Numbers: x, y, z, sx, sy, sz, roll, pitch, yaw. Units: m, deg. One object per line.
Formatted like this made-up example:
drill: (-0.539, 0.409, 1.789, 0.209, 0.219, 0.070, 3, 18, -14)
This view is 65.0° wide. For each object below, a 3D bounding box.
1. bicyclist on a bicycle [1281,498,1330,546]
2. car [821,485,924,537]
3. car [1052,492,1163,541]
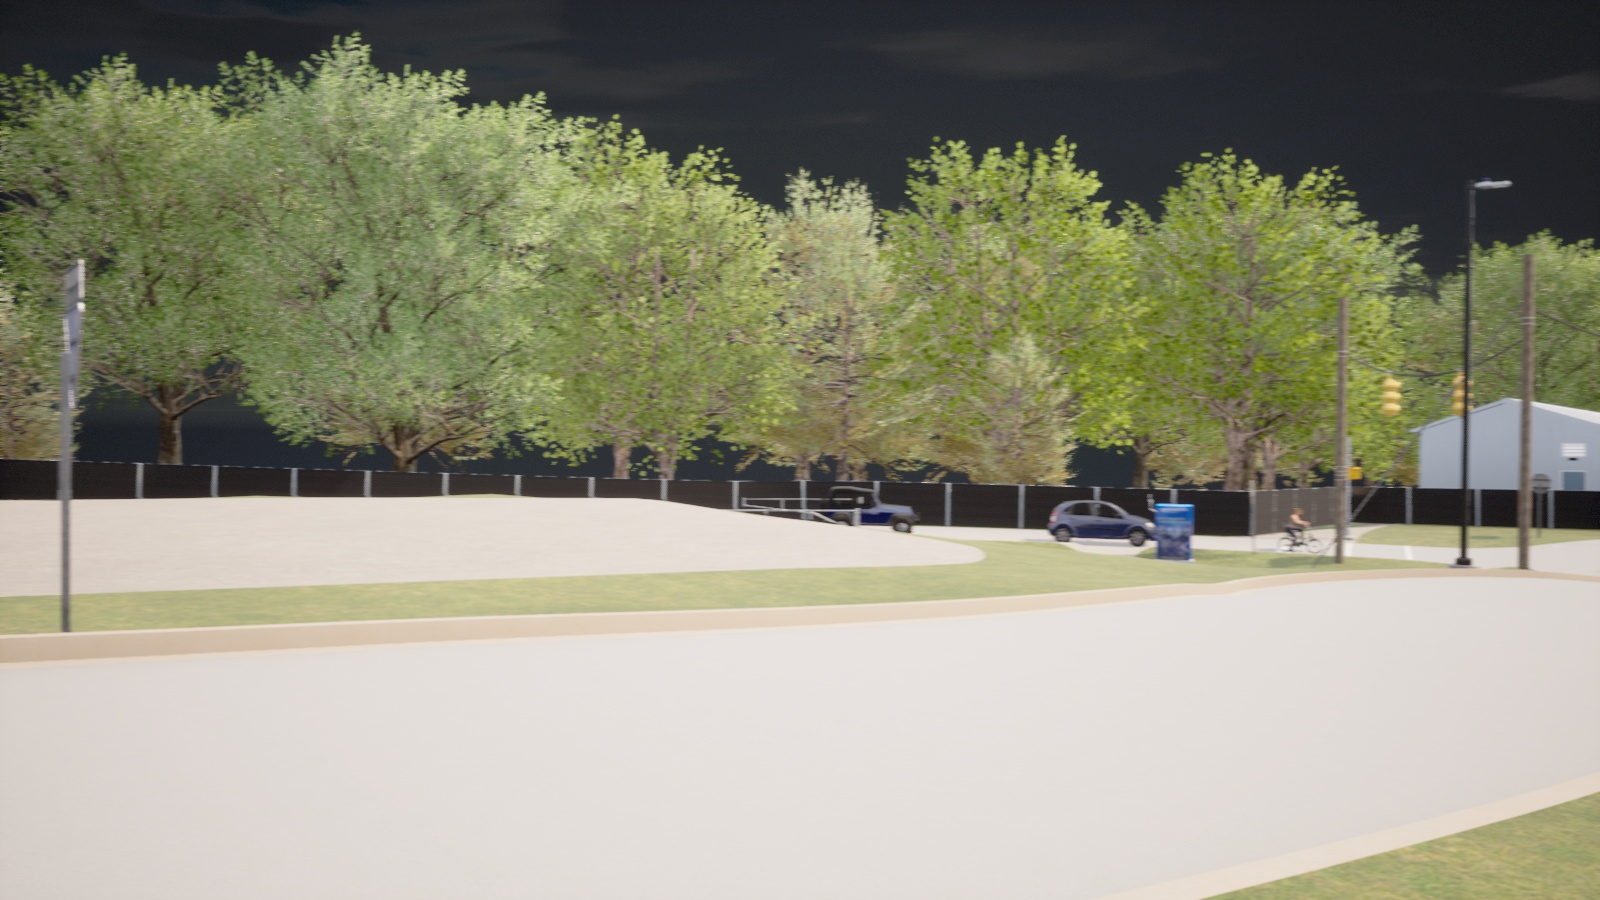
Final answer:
bicyclist on a bicycle: (18.034, 2.555, 44.810, 1.509, 1.612, 0.866, 1, 1, 27)
car: (2.815, 2.331, 48.591, 3.866, 1.878, 1.905, 0, 1, 4)
car: (11.501, 2.471, 47.110, 3.988, 1.617, 1.851, 0, 1, 13)
